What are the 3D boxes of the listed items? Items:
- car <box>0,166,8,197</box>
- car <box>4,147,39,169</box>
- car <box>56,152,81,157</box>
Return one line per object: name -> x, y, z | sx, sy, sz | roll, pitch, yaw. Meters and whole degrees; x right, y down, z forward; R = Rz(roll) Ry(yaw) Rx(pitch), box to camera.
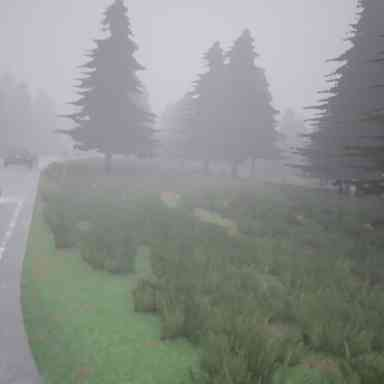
car -> -7.387, 0.107, 10.482 | 2.033, 1.411, 5.357 | 4, 7, -22
car -> -14.893, -3.145, 29.300 | 2.097, 1.767, 4.553 | 3, 7, -18
car -> -18.961, -6.050, 51.242 | 1.812, 1.442, 4.674 | 5, 7, 13
